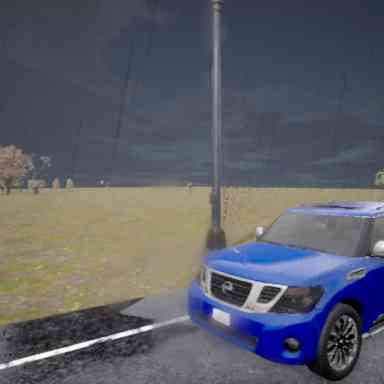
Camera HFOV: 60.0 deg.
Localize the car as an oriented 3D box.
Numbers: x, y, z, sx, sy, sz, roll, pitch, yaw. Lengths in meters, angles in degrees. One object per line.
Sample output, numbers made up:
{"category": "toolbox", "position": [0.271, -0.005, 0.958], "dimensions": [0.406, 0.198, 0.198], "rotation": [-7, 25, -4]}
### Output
{"category": "car", "position": [2.592, 1.225, 5.848], "dimensions": [5.566, 2.045, 2.150], "rotation": [0, 0, -36]}
